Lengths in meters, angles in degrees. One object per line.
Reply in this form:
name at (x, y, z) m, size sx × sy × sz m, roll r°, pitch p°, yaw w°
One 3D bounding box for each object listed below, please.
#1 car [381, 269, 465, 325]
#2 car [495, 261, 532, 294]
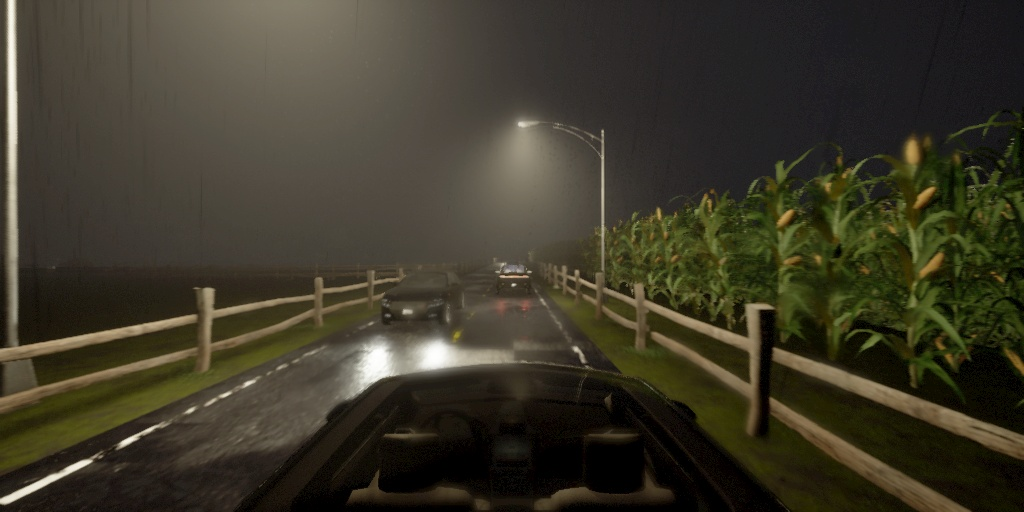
car at (-2.756, 1.220, 12.000) m, size 1.882 × 1.535 × 5.008 m, roll 0°, pitch 0°, yaw 0°
car at (0.093, 1.229, 20.012) m, size 2.128 × 1.511 × 4.902 m, roll 0°, pitch 0°, yaw 0°
